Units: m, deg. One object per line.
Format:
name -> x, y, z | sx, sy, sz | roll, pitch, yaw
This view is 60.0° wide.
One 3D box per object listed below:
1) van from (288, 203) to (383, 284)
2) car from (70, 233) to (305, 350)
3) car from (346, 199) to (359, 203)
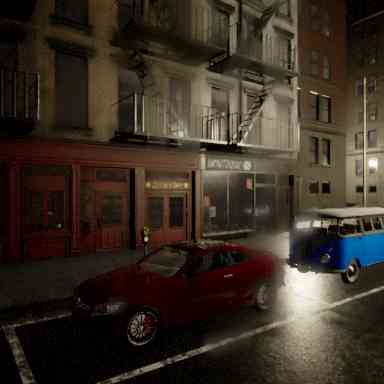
van -> 4.386, 1.341, 9.281 | 3.998, 1.788, 1.690 | 0, 0, -35
car -> -0.029, 1.582, 6.160 | 4.206, 1.307, 1.802 | 0, 0, -35
car -> 14.441, 1.324, 33.944 | 2.150, 2.045, 5.566 | 0, -1, -35
